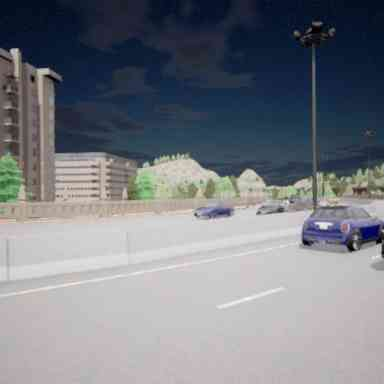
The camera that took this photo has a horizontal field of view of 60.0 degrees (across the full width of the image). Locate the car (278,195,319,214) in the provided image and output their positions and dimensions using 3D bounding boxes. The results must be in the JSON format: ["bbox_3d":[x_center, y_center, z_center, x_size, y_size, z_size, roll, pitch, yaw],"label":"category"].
[{"bbox_3d":[9.392,1.404,27.883,2.097,1.767,4.553,-1,0,38],"label":"car"}]

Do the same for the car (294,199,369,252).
[{"bbox_3d":[6.599,1.360,14.262,4.553,1.767,2.097,0,0,-44],"label":"car"}]

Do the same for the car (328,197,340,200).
[{"bbox_3d":[27.665,1.617,64.902,1.882,1.535,5.008,-1,0,16],"label":"car"}]

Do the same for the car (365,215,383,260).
[{"bbox_3d":[7.503,1.482,10.287,4.902,1.511,2.128,0,0,-42],"label":"car"}]

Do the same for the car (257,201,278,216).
[{"bbox_3d":[7.830,1.604,31.501,1.812,1.442,4.674,0,0,37],"label":"car"}]

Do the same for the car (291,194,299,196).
[{"bbox_3d":[21.135,1.444,67.815,2.150,2.045,5.566,-1,0,13],"label":"car"}]

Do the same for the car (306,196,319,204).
[{"bbox_3d":[24.819,1.619,68.387,1.882,1.535,5.008,-1,0,13],"label":"car"}]

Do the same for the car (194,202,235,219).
[{"bbox_3d":[2.150,1.622,30.092,1.812,1.442,4.674,0,0,41],"label":"car"}]
